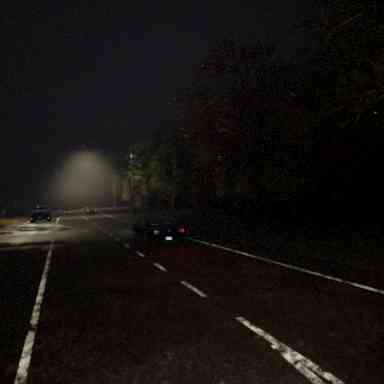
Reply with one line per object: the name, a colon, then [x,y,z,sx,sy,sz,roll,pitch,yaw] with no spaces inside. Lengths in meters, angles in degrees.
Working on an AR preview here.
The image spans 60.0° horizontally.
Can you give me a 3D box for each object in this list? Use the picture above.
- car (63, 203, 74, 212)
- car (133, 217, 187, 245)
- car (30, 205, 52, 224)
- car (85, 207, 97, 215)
car: [-32.393,4.278,86.370,1.837,1.490,4.892,-2,-1,-21]
car: [-1.894,1.971,17.814,1.895,1.301,4.718,-2,-1,-21]
car: [-18.507,2.690,40.839,2.150,2.045,5.566,-2,-1,-22]
car: [-18.191,3.352,59.615,1.895,1.301,4.718,-2,-1,-21]
